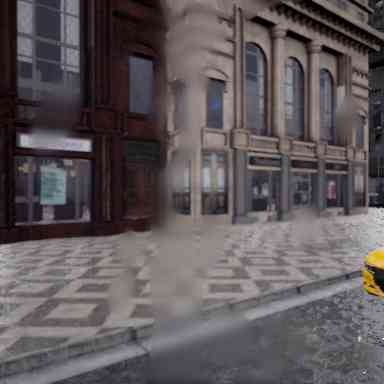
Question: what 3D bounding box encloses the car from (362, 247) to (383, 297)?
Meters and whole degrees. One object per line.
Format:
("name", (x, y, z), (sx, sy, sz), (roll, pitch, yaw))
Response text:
("car", (5.808, 1.483, 7.509), (5.008, 1.535, 1.882), (0, 0, -35))
